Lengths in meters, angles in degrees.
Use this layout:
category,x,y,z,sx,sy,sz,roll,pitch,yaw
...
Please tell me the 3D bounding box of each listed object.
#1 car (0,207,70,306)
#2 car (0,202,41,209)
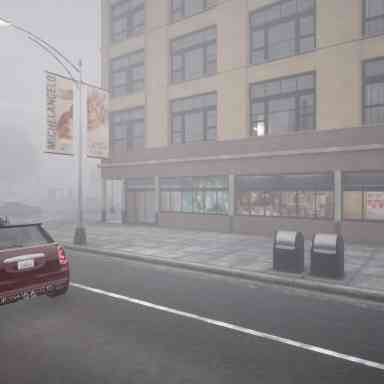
category,x,y,z,sx,sy,sz,roll,pitch,yaw
car,-4.784,1.352,7.386,4.553,1.767,2.097,0,0,36
car,-15.499,1.564,29.422,1.994,1.385,4.181,0,0,36
